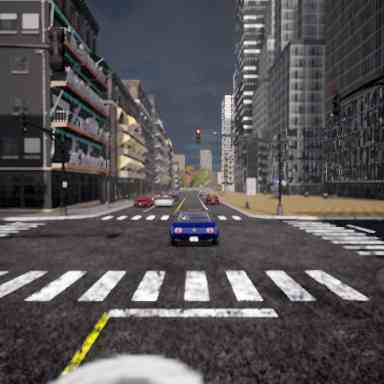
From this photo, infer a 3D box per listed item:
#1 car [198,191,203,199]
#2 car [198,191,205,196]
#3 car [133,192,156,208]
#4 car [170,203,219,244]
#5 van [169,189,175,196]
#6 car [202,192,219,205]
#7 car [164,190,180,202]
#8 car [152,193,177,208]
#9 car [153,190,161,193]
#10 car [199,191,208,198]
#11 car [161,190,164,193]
[{"bbox_3d":[2.656,0.700,67.000,2.008,1.369,4.403,-1,1,0],"label":"car"},{"bbox_3d":[2.660,0.323,95.413,1.752,1.417,4.829,-1,1,0],"label":"car"},{"bbox_3d":[-5.695,1.048,38.701,1.887,1.381,4.507,-1,1,0],"label":"car"},{"bbox_3d":[0.089,1.430,14.824,1.895,1.301,4.718,0,2,0],"label":"car"},{"bbox_3d":[-5.690,0.142,95.183,1.690,1.788,3.998,-1,1,0],"label":"van"},{"bbox_3d":[2.652,0.975,44.406,1.887,1.381,4.507,-1,1,0],"label":"car"},{"bbox_3d":[-3.056,0.862,55.022,1.994,1.385,4.181,0,1,0],"label":"car"},{"bbox_3d":[-3.091,1.115,37.819,1.895,1.301,4.718,0,1,0],"label":"car"},{"bbox_3d":[-5.696,0.872,44.349,1.967,1.590,4.097,-1,1,0],"label":"car"},{"bbox_3d":[2.658,0.553,78.297,1.887,1.381,4.507,-1,1,0],"label":"car"},{"bbox_3d":[-5.696,0.605,55.645,2.192,1.841,5.009,-1,1,0],"label":"car"}]
